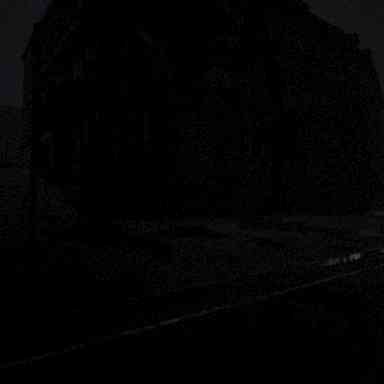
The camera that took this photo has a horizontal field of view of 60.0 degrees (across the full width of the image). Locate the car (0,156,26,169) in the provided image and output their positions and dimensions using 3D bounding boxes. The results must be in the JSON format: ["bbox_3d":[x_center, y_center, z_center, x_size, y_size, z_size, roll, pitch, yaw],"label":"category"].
[{"bbox_3d":[-17.267,-2.497,29.517,2.002,1.452,4.674,0,-2,40],"label":"car"}]
